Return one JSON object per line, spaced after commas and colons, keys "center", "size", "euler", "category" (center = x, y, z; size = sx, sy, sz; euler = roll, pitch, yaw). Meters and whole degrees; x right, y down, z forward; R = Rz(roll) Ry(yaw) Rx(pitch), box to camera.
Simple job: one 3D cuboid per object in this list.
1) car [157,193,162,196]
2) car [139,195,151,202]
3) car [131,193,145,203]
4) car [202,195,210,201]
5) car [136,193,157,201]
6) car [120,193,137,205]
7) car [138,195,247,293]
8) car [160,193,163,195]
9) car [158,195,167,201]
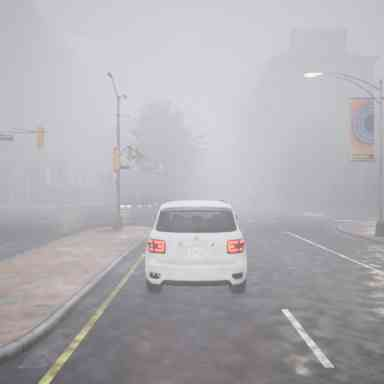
{"center": [-7.794, 1.526, 66.780], "size": [1.812, 1.442, 4.674], "euler": [0, 0, 1], "category": "car"}
{"center": [-11.224, 1.525, 80.034], "size": [2.128, 1.511, 4.902], "euler": [0, 0, 0], "category": "car"}
{"center": [-11.260, 1.225, 69.596], "size": [2.150, 2.045, 5.566], "euler": [0, 0, 0], "category": "car"}
{"center": [3.811, 1.540, 89.859], "size": [2.033, 1.411, 5.357], "euler": [0, 0, 0], "category": "car"}
{"center": [-7.881, 1.352, 57.896], "size": [2.097, 1.767, 4.553], "euler": [0, 0, 0], "category": "car"}
{"center": [-11.363, 1.491, 59.677], "size": [2.128, 1.511, 4.902], "euler": [0, 0, 1], "category": "car"}
{"center": [0.102, 1.221, 9.012], "size": [2.150, 2.045, 5.566], "euler": [0, 0, 0], "category": "car"}
{"center": [-7.736, 1.225, 76.397], "size": [2.150, 2.045, 5.566], "euler": [0, 0, 0], "category": "car"}
{"center": [-7.702, 1.552, 86.212], "size": [1.994, 1.385, 4.181], "euler": [0, 0, 0], "category": "car"}
